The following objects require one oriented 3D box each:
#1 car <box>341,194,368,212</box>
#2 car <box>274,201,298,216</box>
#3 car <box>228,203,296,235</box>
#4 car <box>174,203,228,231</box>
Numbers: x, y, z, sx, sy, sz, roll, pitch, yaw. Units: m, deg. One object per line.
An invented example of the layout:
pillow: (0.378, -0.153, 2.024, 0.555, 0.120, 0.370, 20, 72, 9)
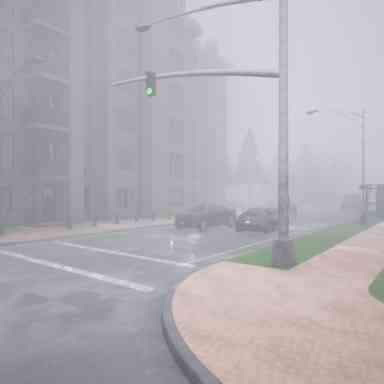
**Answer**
car: (19.550, 1.253, 39.887, 2.150, 2.045, 5.566, 0, 0, 37)
car: (8.360, 1.528, 30.849, 1.812, 1.442, 4.674, 0, 0, 36)
car: (4.164, 1.572, 19.228, 1.994, 1.385, 4.181, 0, 0, 37)
car: (0.895, 1.481, 20.866, 1.882, 1.535, 5.008, 0, 0, 37)
